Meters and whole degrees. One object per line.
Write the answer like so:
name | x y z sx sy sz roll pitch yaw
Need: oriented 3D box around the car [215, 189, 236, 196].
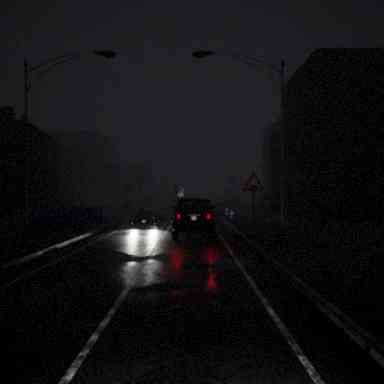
car | 8.121 0.150 80.843 4.674 1.452 2.002 0 2 -1

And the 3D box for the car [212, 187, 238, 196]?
car | 7.965 0.226 78.084 5.366 1.575 1.946 0 2 -1

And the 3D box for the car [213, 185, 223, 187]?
car | 8.052 -0.132 83.589 4.553 1.767 2.185 0 2 -1

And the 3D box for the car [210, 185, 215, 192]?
car | 8.079 -0.369 86.337 5.566 2.045 2.435 0 2 -1

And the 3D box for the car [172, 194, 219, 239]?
car | 0.087 1.293 17.936 2.150 2.045 5.566 0 0 0

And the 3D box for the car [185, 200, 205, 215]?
car | 0.368 1.598 35.321 1.895 1.301 4.718 0 1 3

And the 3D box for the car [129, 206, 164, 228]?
car | -3.023 1.640 22.772 1.994 1.385 4.181 0 0 0
